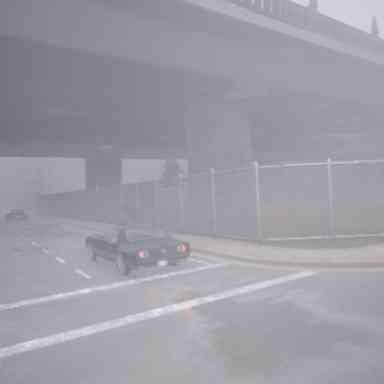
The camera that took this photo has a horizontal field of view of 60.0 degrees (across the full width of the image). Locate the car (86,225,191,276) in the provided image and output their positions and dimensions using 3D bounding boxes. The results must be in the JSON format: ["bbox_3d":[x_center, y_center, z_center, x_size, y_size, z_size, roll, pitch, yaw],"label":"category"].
[{"bbox_3d":[-2.056,1.769,11.167,1.895,1.301,4.718,-2,0,-34],"label":"car"}]

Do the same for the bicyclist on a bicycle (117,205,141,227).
[{"bbox_3d":[-4.022,1.625,21.279,1.656,1.620,0.582,-3,0,-34],"label":"bicyclist on a bicycle"}]

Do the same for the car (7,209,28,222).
[{"bbox_3d":[-21.089,2.809,40.158,1.994,1.385,4.181,-2,0,-33],"label":"car"}]
